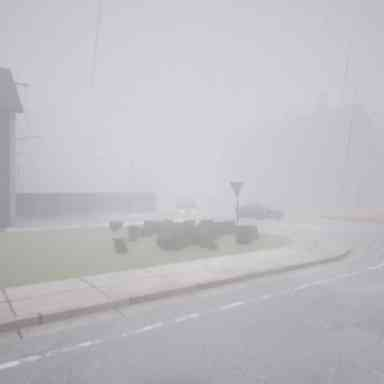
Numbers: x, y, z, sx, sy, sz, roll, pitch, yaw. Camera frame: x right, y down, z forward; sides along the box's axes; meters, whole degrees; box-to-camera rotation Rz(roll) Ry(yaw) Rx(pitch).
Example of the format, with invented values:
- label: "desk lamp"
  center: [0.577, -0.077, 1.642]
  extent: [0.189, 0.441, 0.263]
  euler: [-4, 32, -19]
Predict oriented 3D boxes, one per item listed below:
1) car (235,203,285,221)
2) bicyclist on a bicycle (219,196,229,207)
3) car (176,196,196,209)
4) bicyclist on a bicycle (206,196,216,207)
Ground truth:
- label: "car"
  center: [5.259, 1.540, 26.273]
  extent: [1.895, 1.301, 4.718]
  euler: [0, 0, -19]
- label: "bicyclist on a bicycle"
  center: [5.006, 1.493, 51.625]
  extent: [1.656, 1.620, 0.582]
  euler: [0, 0, -11]
- label: "car"
  center: [-0.844, 1.371, 45.593]
  extent: [2.097, 1.767, 4.553]
  euler: [0, 0, -13]
- label: "bicyclist on a bicycle"
  center: [2.971, 1.496, 51.634]
  extent: [1.656, 1.620, 0.582]
  euler: [0, 0, -10]
